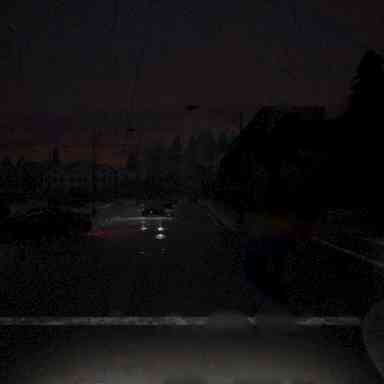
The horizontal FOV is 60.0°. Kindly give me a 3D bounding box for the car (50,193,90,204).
[{"bbox_3d":[-17.228,1.100,46.315,4.605,1.855,1.932,0,0,0],"label":"car"}]

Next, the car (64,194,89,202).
[{"bbox_3d":[-25.003,1.293,72.098,4.514,1.523,2.007,0,0,0],"label":"car"}]

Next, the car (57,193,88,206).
[{"bbox_3d":[-17.639,1.078,49.220,3.866,1.878,1.905,0,0,0],"label":"car"}]

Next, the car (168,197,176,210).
[{"bbox_3d":[-3.566,1.535,44.151,2.033,1.411,5.357,0,0,0],"label":"car"}]

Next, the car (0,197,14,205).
[{"bbox_3d":[-17.372,1.381,27.731,3.633,1.501,1.845,0,0,0],"label":"car"}]

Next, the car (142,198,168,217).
[{"bbox_3d":[-3.582,1.517,31.617,1.812,1.442,4.674,0,0,0],"label":"car"}]

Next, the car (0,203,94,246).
[{"bbox_3d":[-7.081,1.501,15.406,4.902,1.511,2.128,0,1,-36],"label":"car"}]

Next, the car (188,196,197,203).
[{"bbox_3d":[0.134,1.581,69.151,1.895,1.301,4.718,0,0,0],"label":"car"}]

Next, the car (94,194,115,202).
[{"bbox_3d":[-17.955,1.228,68.432,3.806,1.475,1.970,0,0,0],"label":"car"}]

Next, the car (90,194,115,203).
[{"bbox_3d":[-17.634,1.151,62.015,5.027,1.636,2.152,0,0,0],"label":"car"}]

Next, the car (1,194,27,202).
[{"bbox_3d":[-35.016,1.094,65.160,4.605,1.855,1.932,0,0,0],"label":"car"}]
